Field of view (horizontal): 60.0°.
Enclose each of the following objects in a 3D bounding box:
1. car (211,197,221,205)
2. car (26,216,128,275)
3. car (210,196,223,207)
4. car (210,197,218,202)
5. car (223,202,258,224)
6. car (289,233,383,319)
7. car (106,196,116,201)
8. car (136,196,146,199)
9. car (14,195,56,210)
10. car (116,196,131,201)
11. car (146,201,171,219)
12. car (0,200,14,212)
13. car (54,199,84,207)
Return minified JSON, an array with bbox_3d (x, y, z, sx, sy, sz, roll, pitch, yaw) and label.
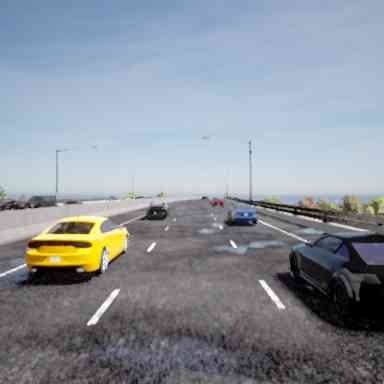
[{"bbox_3d":[4.979,1.888,69.741,1.812,1.442,4.674,0,0,2],"label":"car"},{"bbox_3d":[-3.350,1.517,10.657,1.882,1.535,5.008,0,0,0],"label":"car"},{"bbox_3d":[4.561,1.850,58.826,1.994,1.385,4.181,0,0,2],"label":"car"},{"bbox_3d":[6.025,2.021,91.561,2.128,1.511,4.902,0,0,3],"label":"car"},{"bbox_3d":[3.822,1.654,25.821,2.033,1.411,5.357,0,0,1],"label":"car"},{"bbox_3d":[3.631,1.592,7.430,1.994,1.385,4.181,0,0,0],"label":"car"},{"bbox_3d":[-19.114,1.663,79.509,1.812,1.442,4.674,0,0,3],"label":"car"},{"bbox_3d":[-12.121,1.615,79.182,1.882,1.535,5.008,0,0,3],"label":"car"},{"bbox_3d":[-17.149,1.381,37.446,2.150,2.045,5.566,0,0,1],"label":"car"},{"bbox_3d":[-15.681,1.714,77.971,1.882,1.535,5.008,0,0,3],"label":"car"},{"bbox_3d":[-3.086,1.620,30.891,2.128,1.511,4.902,0,0,1],"label":"car"},{"bbox_3d":[-20.625,1.666,38.229,1.837,1.490,4.892,0,0,1],"label":"car"},{"bbox_3d":[-13.630,1.689,38.033,1.812,1.442,4.674,0,0,1],"label":"car"}]
